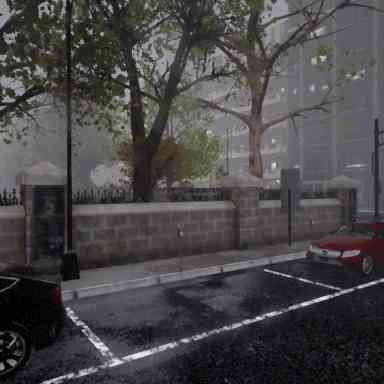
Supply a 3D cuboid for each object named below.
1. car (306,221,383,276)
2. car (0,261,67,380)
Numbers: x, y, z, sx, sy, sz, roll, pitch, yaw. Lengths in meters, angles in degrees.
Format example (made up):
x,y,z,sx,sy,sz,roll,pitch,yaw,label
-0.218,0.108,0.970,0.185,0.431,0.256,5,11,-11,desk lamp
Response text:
x,y,z,sx,sy,sz,roll,pitch,yaw,label
5.319,1.581,10.251,4.206,1.307,1.802,0,0,-35,car
-3.757,1.566,3.912,4.313,1.339,1.947,0,0,-35,car
